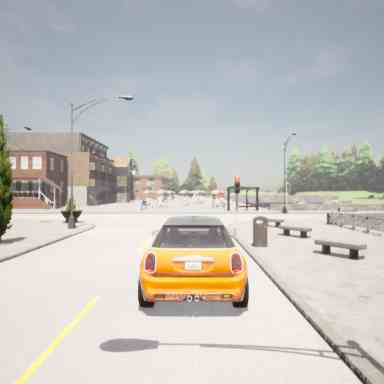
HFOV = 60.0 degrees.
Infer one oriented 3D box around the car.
[{"bbox_3d":[0.043,1.352,8.119,2.097,1.767,4.553,0,0,1],"label":"car"}]
